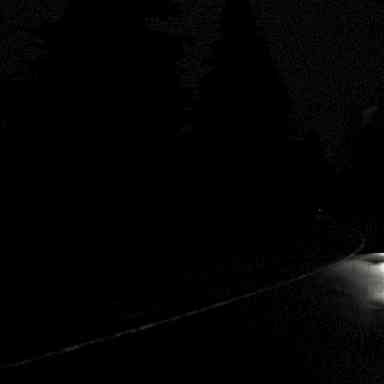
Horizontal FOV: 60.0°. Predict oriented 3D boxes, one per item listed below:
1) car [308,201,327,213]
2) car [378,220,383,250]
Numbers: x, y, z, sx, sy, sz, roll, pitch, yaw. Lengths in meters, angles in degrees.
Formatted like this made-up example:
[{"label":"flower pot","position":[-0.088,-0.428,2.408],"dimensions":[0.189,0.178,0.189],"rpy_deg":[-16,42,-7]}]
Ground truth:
[{"label":"car","position":[13.433,1.721,38.734],"dimensions":[1.895,1.301,4.718],"rpy_deg":[0,0,-17]},{"label":"car","position":[8.927,1.617,13.916],"dimensions":[1.994,1.385,4.181],"rpy_deg":[0,0,28]}]
